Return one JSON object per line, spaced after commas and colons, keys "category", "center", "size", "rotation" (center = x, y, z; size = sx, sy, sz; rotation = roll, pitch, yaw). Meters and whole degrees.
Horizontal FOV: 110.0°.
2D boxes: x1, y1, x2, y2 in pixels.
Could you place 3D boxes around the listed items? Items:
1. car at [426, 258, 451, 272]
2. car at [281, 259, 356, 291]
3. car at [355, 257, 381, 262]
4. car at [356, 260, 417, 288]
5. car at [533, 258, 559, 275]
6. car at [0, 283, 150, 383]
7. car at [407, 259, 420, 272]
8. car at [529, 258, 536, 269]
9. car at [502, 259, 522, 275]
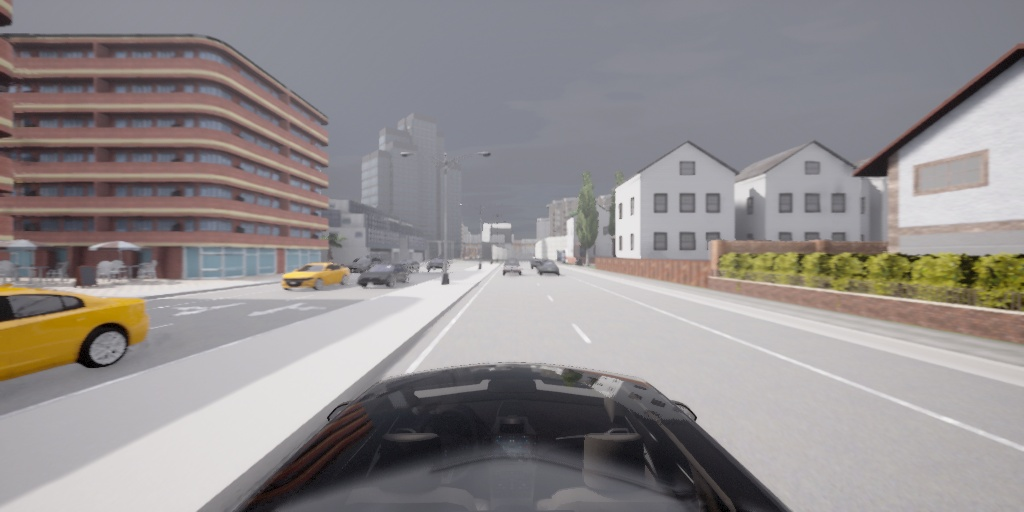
{"category": "car", "center": [-8.003, 0.944, 39.448], "size": [2.033, 1.411, 5.357], "rotation": [0, 0, 0]}
{"category": "car", "center": [-11.584, 1.148, 21.481], "size": [1.882, 1.535, 5.008], "rotation": [0, 0, 0]}
{"category": "car", "center": [-11.502, 0.798, 28.247], "size": [1.837, 1.490, 4.892], "rotation": [0, 0, 0]}
{"category": "car", "center": [-8.078, 1.212, 23.140], "size": [2.033, 1.411, 5.357], "rotation": [0, 0, 0]}
{"category": "car", "center": [3.518, 1.178, 35.563], "size": [1.994, 1.385, 4.181], "rotation": [0, 0, 0]}
{"category": "car", "center": [-8.089, 1.215, 4.926], "size": [1.882, 1.535, 5.008], "rotation": [0, 1, 0]}
{"category": "car", "center": [-11.503, 1.126, 39.448], "size": [2.128, 1.511, 4.902], "rotation": [0, 0, 0]}
{"category": "car", "center": [3.551, 1.058, 50.746], "size": [1.837, 1.490, 4.892], "rotation": [0, 1, 0]}
{"category": "car", "center": [0.011, 1.214, 35.780], "size": [1.895, 1.301, 4.718], "rotation": [0, 0, 0]}
